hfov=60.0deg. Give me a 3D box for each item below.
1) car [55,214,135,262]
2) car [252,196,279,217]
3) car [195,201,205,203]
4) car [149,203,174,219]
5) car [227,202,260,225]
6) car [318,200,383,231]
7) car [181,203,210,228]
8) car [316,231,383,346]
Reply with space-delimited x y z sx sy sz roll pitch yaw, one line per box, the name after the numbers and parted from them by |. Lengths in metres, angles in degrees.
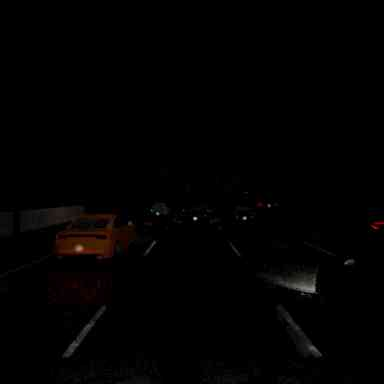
-3.395 1.567 12.502 1.882 1.535 5.008 0 0 0 | car
7.666 1.471 35.204 2.150 2.045 5.566 0 0 3 | car
0.973 1.856 41.284 1.994 1.385 4.181 0 0 3 | car
-2.975 1.753 32.115 1.812 1.442 4.674 0 0 2 | car
3.806 1.709 25.912 1.812 1.442 4.674 0 0 2 | car
7.106 1.319 13.630 2.150 2.045 5.566 0 0 0 | car
0.257 1.734 23.993 1.994 1.385 4.181 0 0 1 | car
3.600 1.603 5.377 1.994 1.385 4.181 0 0 0 | car
